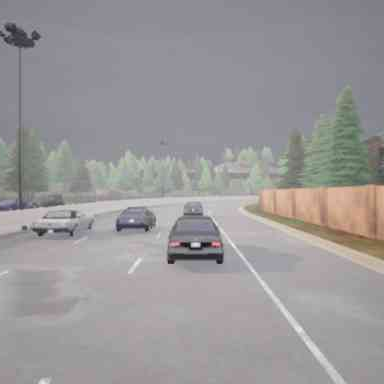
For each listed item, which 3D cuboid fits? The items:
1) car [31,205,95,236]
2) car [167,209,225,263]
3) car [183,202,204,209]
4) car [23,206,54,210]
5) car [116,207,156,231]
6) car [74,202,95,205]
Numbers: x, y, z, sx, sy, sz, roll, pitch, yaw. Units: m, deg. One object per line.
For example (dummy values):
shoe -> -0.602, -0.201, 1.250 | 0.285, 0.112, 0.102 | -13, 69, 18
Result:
car -> -6.891, 1.628, 18.420 | 1.895, 1.301, 4.718 | 0, 0, 0
car -> 0.106, 1.565, 12.038 | 2.033, 1.411, 5.357 | 0, 0, 0
car -> 0.130, 1.592, 30.571 | 2.033, 1.411, 5.357 | 0, 0, 0
car -> -17.207, 1.280, 39.358 | 2.150, 2.045, 5.566 | 0, 0, 4
car -> -3.393, 1.595, 20.694 | 1.994, 1.385, 4.181 | 0, 0, 0
car -> -13.462, 1.626, 41.522 | 1.994, 1.385, 4.181 | 0, 0, 6
